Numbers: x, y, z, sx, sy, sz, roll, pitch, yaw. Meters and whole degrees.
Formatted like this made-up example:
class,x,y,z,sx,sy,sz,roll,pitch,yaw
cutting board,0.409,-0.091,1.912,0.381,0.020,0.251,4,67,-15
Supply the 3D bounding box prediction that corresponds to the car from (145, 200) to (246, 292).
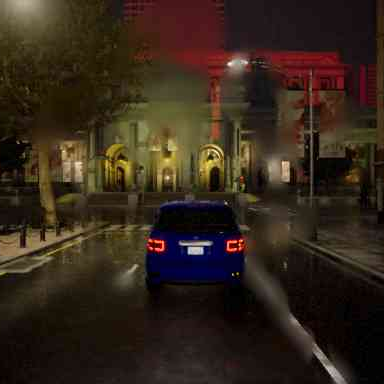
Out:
class,x,y,z,sx,sy,sz,roll,pitch,yaw
car,0.100,1.221,9.089,2.150,2.045,5.566,0,0,1
